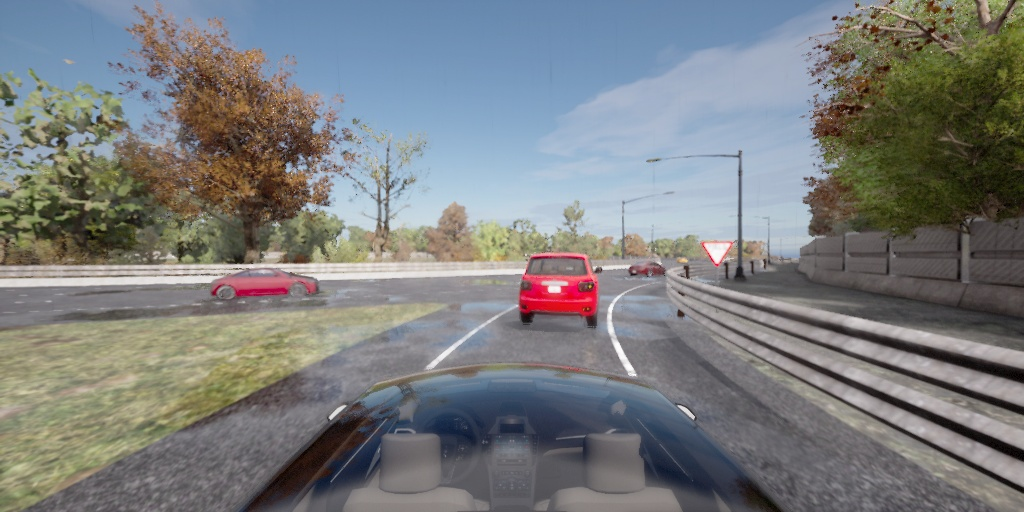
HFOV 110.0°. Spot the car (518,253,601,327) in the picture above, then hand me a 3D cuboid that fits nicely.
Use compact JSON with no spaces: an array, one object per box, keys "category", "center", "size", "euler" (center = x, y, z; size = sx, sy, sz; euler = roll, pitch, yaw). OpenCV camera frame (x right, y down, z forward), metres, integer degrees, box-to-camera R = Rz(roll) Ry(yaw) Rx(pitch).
[{"category":"car","center":[1.702,0.933,11.673],"size":[2.150,2.045,5.566],"euler":[0,0,13]}]

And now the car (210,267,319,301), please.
[{"category":"car","center":[-11.426,1.228,16.818],"size":[4.181,1.385,1.994],"euler":[0,0,-26]}]

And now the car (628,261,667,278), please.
[{"category":"car","center":[12.311,1.173,32.416],"size":[4.674,1.442,1.812],"euler":[0,0,-40]}]
